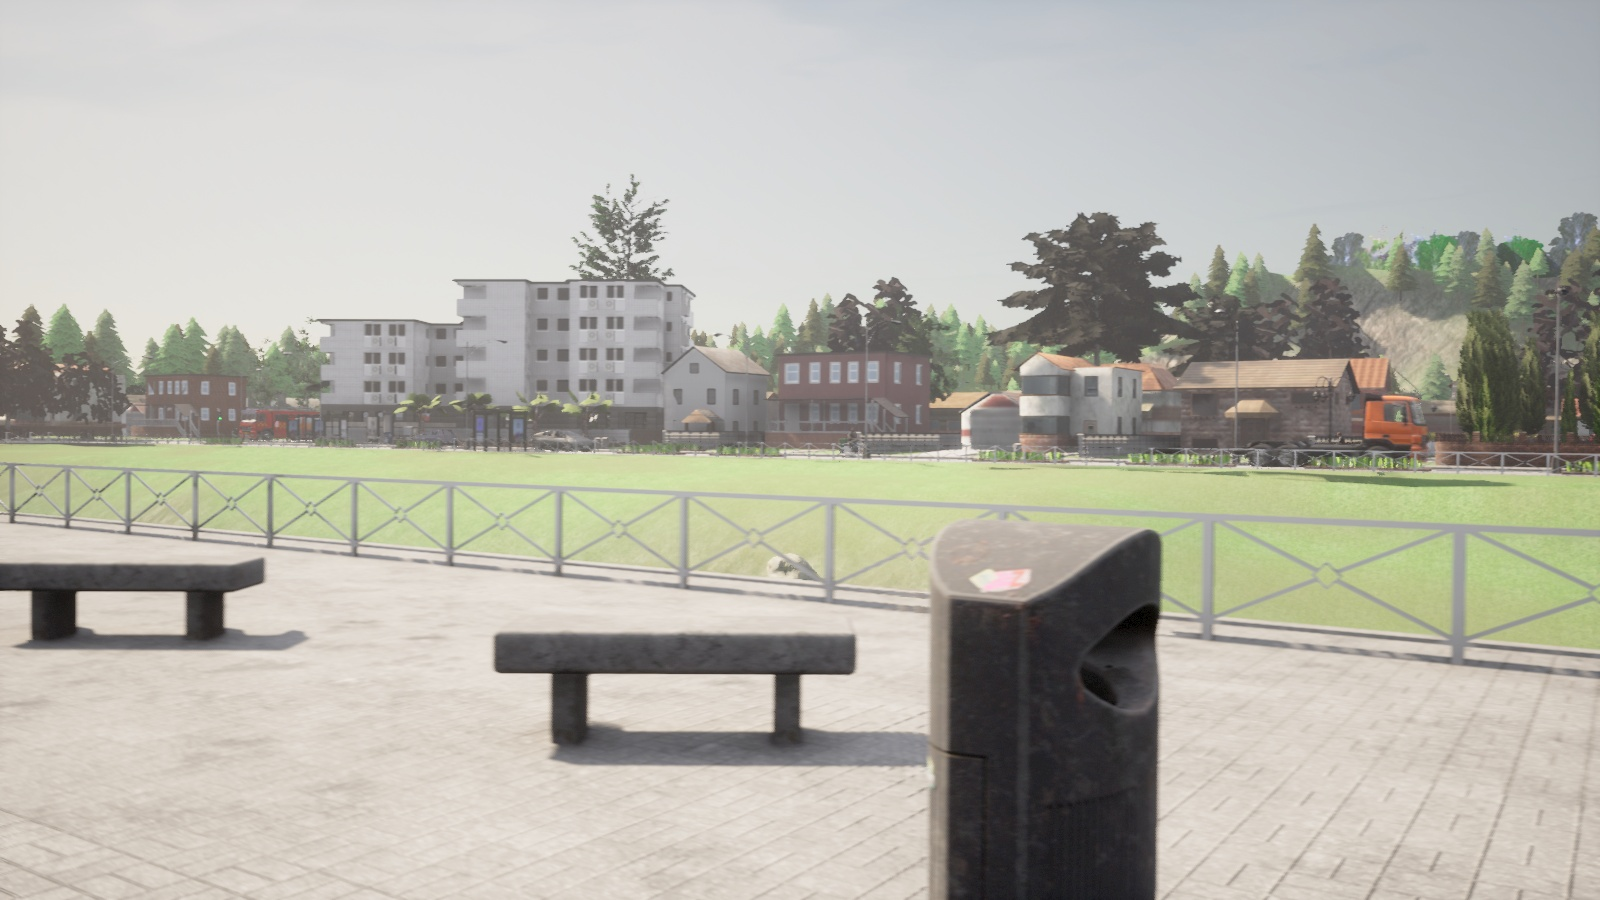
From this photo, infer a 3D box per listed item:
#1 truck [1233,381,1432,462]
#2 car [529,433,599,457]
[{"bbox_3d":[24.239,-1.253,57.350,7.936,3.462,2.891,0,1,34],"label":"truck"},{"bbox_3d":[-15.792,-0.325,83.976,4.514,1.525,2.007,0,1,34],"label":"car"}]
